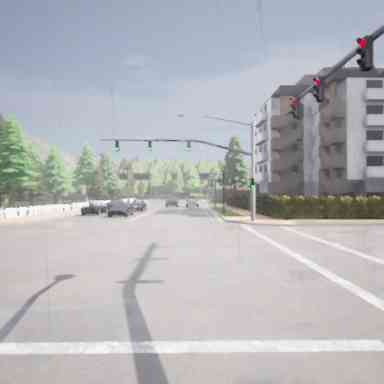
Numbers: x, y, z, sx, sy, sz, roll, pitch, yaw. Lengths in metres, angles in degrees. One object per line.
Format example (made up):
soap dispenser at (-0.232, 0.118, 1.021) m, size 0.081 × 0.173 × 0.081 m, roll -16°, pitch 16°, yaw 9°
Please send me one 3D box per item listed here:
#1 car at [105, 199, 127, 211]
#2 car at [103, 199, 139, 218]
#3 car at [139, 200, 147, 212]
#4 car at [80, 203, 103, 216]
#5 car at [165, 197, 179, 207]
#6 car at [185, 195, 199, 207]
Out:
car at (-10.514, 1.782, 46.236) m, size 1.882 × 1.535 × 5.008 m, roll 0°, pitch 0°, yaw 0°
car at (-7.047, 1.769, 33.607) m, size 2.033 × 1.411 × 5.357 m, roll 0°, pitch 0°, yaw 1°
car at (-7.030, 1.777, 43.258) m, size 2.128 × 1.511 × 4.902 m, roll 0°, pitch 0°, yaw 0°
car at (-10.534, 1.840, 36.196) m, size 1.895 × 1.301 × 4.718 m, roll 0°, pitch 0°, yaw 0°
car at (-3.438, 1.731, 57.575) m, size 2.097 × 1.767 × 4.553 m, roll 0°, pitch 0°, yaw 0°
car at (0.062, 1.601, 57.646) m, size 2.150 × 2.045 × 5.566 m, roll 0°, pitch 0°, yaw 0°
